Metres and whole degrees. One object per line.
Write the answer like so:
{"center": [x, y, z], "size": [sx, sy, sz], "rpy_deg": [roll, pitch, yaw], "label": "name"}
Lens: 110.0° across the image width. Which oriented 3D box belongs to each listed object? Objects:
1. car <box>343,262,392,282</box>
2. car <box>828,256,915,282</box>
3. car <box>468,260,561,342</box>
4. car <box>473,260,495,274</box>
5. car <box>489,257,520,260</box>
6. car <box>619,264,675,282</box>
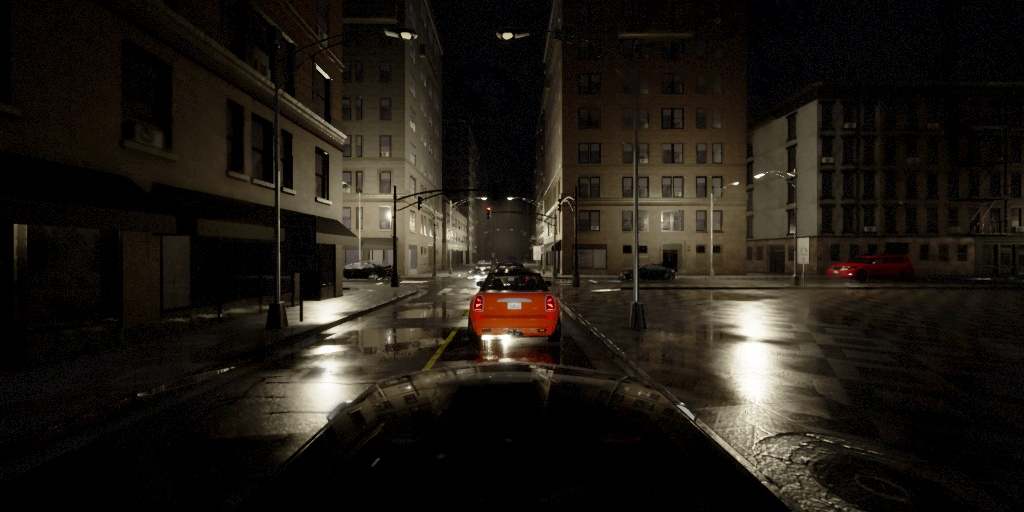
{"center": [-12.065, 1.236, 28.340], "size": [4.902, 1.511, 2.128], "rpy_deg": [0, 0, -1], "label": "car"}
{"center": [28.723, 0.980, 28.701], "size": [5.566, 2.045, 2.150], "rpy_deg": [0, 0, 0], "label": "car"}
{"center": [0.058, 1.102, 9.904], "size": [2.097, 1.767, 4.553], "rpy_deg": [0, 0, 0], "label": "car"}
{"center": [-3.174, 1.239, 41.223], "size": [2.128, 1.511, 4.902], "rpy_deg": [0, 0, 0], "label": "car"}
{"center": [-0.161, 1.101, 18.825], "size": [2.097, 1.767, 4.553], "rpy_deg": [0, 0, -3], "label": "car"}
{"center": [10.683, 1.316, 28.547], "size": [4.181, 1.385, 1.994], "rpy_deg": [0, 0, 0], "label": "car"}
